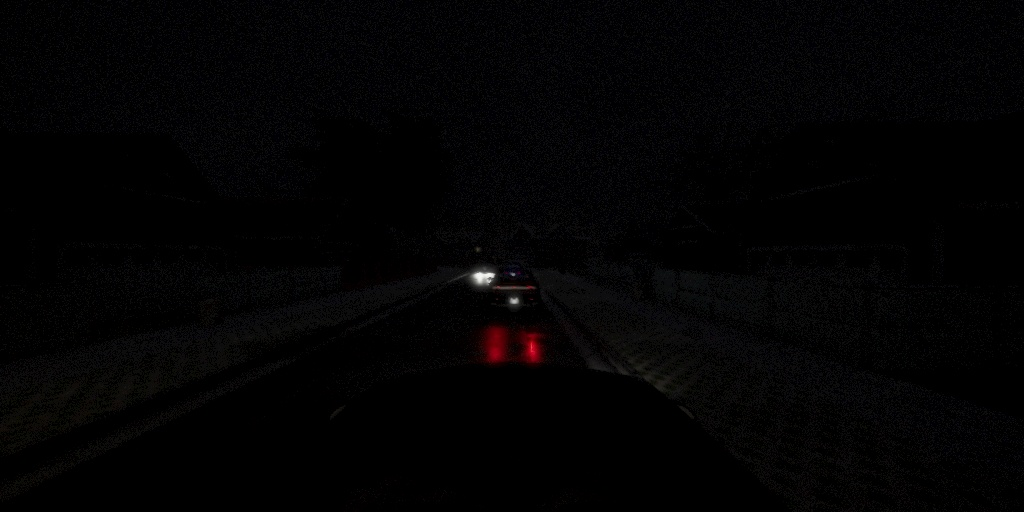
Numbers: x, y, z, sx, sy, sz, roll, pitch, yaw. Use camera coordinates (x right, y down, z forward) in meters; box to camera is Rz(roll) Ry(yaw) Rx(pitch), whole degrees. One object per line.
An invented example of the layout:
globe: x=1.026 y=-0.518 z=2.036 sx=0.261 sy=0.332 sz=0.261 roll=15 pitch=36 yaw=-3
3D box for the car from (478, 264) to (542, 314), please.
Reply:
car: x=0.084 y=1.231 z=13.810 sx=2.128 sy=1.511 sz=4.902 roll=0 pitch=0 yaw=0

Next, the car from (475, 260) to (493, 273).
car: x=-3.351 y=1.205 z=42.630 sx=2.128 sy=1.511 sz=4.902 roll=0 pitch=0 yaw=-8

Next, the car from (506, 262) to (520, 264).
car: x=0.086 y=1.250 z=30.094 sx=1.812 sy=1.442 sz=4.674 roll=0 pitch=0 yaw=0
